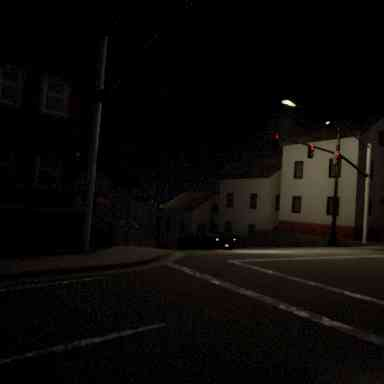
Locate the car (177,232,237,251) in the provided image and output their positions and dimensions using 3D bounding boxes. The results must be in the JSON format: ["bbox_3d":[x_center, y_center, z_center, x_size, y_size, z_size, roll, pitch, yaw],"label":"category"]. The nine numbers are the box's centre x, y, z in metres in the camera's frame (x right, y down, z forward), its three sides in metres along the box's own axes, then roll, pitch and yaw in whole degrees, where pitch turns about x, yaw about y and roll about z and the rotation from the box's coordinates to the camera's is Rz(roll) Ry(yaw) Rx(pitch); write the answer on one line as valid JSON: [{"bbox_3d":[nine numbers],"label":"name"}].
[{"bbox_3d":[0.949,3.429,23.041,1.895,1.301,4.718,6,-12,-35],"label":"car"}]
